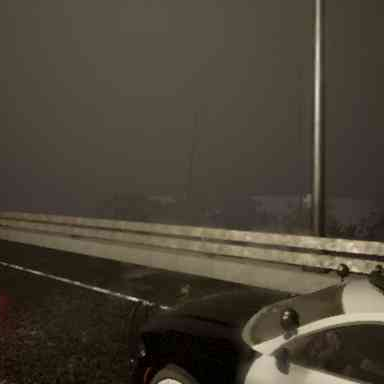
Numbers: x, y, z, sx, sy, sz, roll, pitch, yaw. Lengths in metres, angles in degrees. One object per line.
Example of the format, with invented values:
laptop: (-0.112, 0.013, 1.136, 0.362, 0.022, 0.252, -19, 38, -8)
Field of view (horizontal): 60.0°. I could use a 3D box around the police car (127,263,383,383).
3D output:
police car: (1.619, 1.425, 2.713, 5.238, 1.638, 1.930, 0, 0, 35)
